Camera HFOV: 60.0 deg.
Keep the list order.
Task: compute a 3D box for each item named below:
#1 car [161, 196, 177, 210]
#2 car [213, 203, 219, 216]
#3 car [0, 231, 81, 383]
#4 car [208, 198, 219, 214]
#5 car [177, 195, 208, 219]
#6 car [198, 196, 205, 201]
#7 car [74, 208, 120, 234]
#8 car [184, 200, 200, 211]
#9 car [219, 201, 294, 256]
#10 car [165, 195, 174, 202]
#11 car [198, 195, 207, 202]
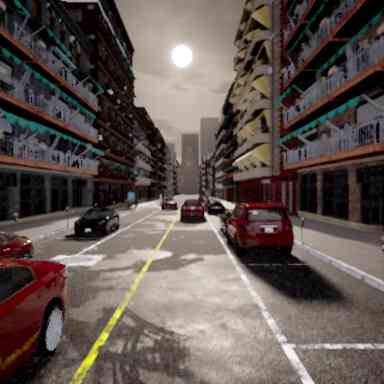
[{"bbox_3d":[-2.875,1.622,43.042,1.994,1.385,4.181,0,0,0],"label":"car"},{"bbox_3d":[2.510,1.573,18.901,2.008,1.369,4.403,-1,0,0],"label":"car"},{"bbox_3d":[-2.851,1.482,3.194,1.882,1.535,5.008,0,0,0],"label":"car"},{"bbox_3d":[2.496,1.612,35.894,1.947,1.339,4.313,-1,0,0],"label":"car"},{"bbox_3d":[0.057,1.389,29.788,2.097,1.767,4.553,0,0,0],"label":"car"},{"bbox_3d":[2.488,1.717,86.873,1.802,1.307,4.206,-1,0,0],"label":"car"},{"bbox_3d":[-5.338,1.590,19.248,1.947,1.339,4.313,-1,0,0],"label":"car"},{"bbox_3d":[0.032,1.657,41.857,1.895,1.301,4.718,0,0,0],"label":"car"},{"bbox_3d":[2.511,1.330,13.237,2.192,1.841,5.009,-1,0,0],"label":"car"},{"bbox_3d":[-5.389,1.566,81.411,1.967,1.590,4.097,-1,0,0],"label":"car"},{"bbox_3d":[2.495,1.564,81.209,1.967,1.590,4.097,-1,0,0],"label":"car"}]
